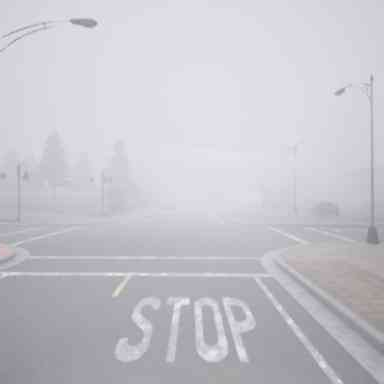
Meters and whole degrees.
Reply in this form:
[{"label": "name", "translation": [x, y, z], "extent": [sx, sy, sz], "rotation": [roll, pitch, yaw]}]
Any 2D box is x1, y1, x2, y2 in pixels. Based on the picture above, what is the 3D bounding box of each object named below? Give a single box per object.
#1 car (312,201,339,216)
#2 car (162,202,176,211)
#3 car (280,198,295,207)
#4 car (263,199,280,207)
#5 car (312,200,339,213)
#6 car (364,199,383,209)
[{"label": "car", "translation": [13.964, 1.757, 35.125], "extent": [1.845, 1.501, 3.633], "rotation": [0, -1, 0]}, {"label": "car", "translation": [-3.487, 2.147, 51.026], "extent": [1.895, 1.301, 4.718], "rotation": [0, -1, 0]}, {"label": "car", "translation": [17.355, 1.997, 61.177], "extent": [2.152, 1.636, 5.027], "rotation": [0, -1, 0]}, {"label": "car", "translation": [14.218, 2.006, 61.156], "extent": [2.007, 1.523, 4.514], "rotation": [0, -1, 0]}, {"label": "car", "translation": [17.019, 1.847, 42.514], "extent": [1.970, 1.475, 3.806], "rotation": [0, -1, 0]}, {"label": "car", "translation": [29.123, 1.900, 53.384], "extent": [1.845, 1.501, 3.633], "rotation": [0, -1, 0]}]
